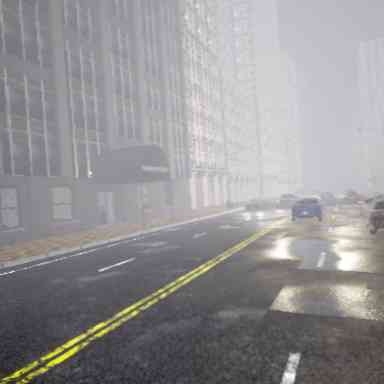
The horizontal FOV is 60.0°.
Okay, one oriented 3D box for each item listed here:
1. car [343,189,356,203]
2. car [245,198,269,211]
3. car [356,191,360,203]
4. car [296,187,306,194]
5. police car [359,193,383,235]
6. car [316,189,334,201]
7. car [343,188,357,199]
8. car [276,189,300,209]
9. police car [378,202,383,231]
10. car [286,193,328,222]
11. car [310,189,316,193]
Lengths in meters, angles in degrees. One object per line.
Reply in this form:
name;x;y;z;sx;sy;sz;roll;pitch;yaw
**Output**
car;19.985;0.543;41.661;1.812;1.442;4.674;-4;-1;25
car;7.404;1.406;37.758;1.895;1.301;4.718;-4;-1;24
car;11.617;0.850;20.908;1.801;1.575;5.366;-4;0;24
car;24.657;-0.127;75.752;2.150;2.045;5.566;-4;-1;24
police car;9.109;0.941;15.371;1.930;1.638;5.238;-4;0;24
car;20.344;0.559;50.161;2.128;1.511;4.902;-4;-1;24
car;25.242;0.258;53.358;1.882;1.535;5.008;-4;-1;24
car;10.744;0.935;37.298;2.097;1.767;4.553;-4;-1;25
police car;4.985;1.141;6.262;1.930;1.638;5.238;-4;0;24
car;8.102;1.120;23.122;1.882;1.535;5.008;-4;-1;24
car;27.639;-0.080;74.435;1.882;1.535;5.008;-4;-1;24
